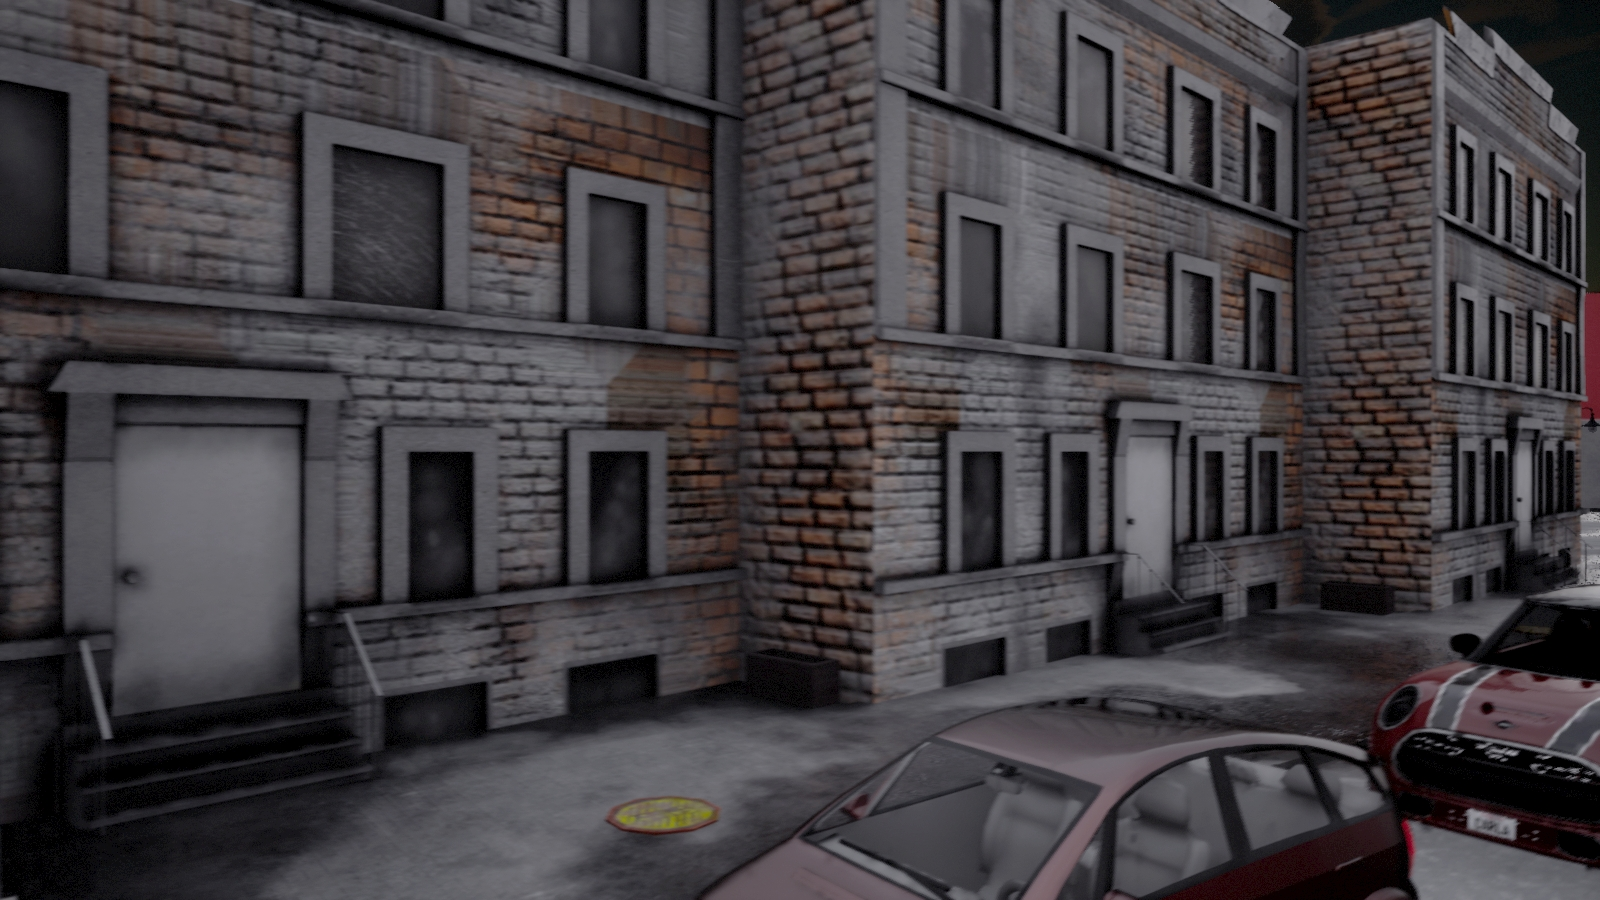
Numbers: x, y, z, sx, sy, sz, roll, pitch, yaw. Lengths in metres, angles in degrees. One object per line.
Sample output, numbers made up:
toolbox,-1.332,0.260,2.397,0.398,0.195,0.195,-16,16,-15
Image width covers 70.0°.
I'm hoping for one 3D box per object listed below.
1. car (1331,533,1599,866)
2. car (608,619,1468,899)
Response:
car,6.398,1.687,8.943,4.553,1.767,2.097,0,0,-36
car,1.213,1.807,5.189,3.705,1.549,1.789,0,0,-36
